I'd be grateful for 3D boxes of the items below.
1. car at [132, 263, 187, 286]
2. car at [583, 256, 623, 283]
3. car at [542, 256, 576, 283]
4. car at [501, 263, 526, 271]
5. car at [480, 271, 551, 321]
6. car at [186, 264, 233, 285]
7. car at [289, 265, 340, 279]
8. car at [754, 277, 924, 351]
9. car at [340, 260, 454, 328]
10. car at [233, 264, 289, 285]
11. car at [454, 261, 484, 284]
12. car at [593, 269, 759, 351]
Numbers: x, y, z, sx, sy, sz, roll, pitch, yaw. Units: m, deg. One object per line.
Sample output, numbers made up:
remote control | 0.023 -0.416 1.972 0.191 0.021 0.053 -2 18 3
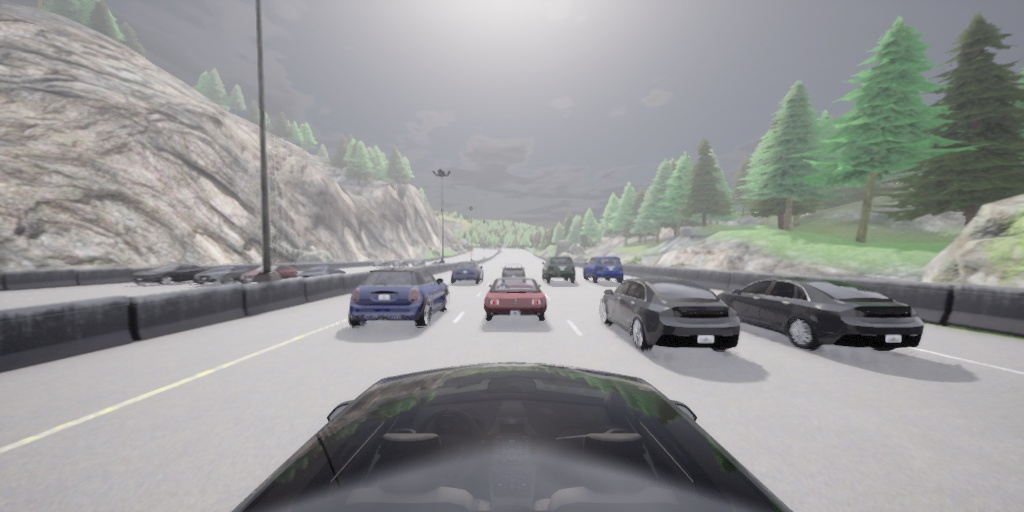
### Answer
car | -24.582 1.277 26.167 1.882 1.535 5.008 0 0 0
car | 7.114 1.036 28.421 2.150 2.045 5.566 0 0 0
car | 3.614 1.035 28.361 2.150 2.045 5.566 0 0 0
car | 0.114 1.306 29.231 2.128 1.511 4.902 0 0 0
car | 0.104 1.376 12.616 1.895 1.301 4.718 0 0 0
car | -21.081 1.366 26.560 1.994 1.385 4.181 0 0 0
car | -14.081 1.368 26.607 1.994 1.385 4.181 0 0 0
car | 7.095 1.276 9.083 1.837 1.490 4.892 0 0 0
car | -3.400 1.123 11.671 2.097 1.767 4.553 0 0 0
car | -17.582 1.328 26.315 1.812 1.442 4.674 0 0 0
car | -3.389 1.163 28.029 2.097 1.767 4.553 0 0 0
car | 3.595 1.275 9.052 1.837 1.490 4.892 0 0 0
